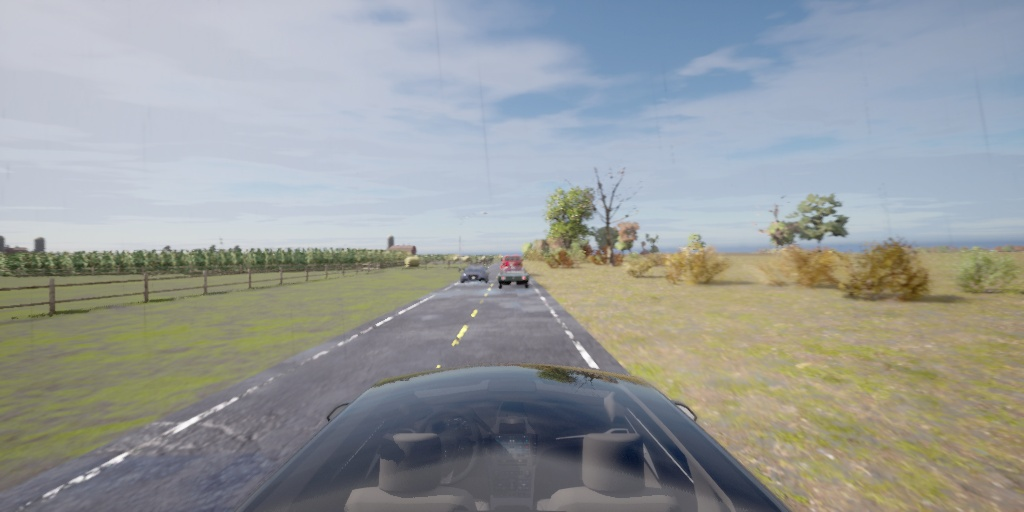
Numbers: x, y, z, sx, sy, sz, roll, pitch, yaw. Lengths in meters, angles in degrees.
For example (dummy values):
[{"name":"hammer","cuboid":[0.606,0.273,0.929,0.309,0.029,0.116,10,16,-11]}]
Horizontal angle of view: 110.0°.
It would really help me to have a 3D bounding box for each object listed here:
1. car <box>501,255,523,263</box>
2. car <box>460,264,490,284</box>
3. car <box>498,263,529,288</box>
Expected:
[{"name":"car","cuboid":[0.023,0.930,37.648,2.150,2.045,5.566,-1,0,0]},{"name":"car","cuboid":[-2.758,1.349,27.432,1.994,1.385,4.181,-1,0,0]},{"name":"car","cuboid":[0.094,1.323,23.273,1.895,1.301,4.718,-1,0,0]}]
